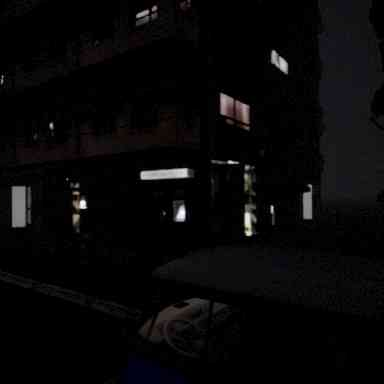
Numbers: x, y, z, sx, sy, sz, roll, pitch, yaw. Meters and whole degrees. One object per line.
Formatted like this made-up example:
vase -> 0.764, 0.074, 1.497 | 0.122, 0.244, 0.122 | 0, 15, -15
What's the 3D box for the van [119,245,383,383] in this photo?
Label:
van -> 1.296, 1.341, 1.966 | 3.998, 1.788, 1.690 | 0, -1, 36
